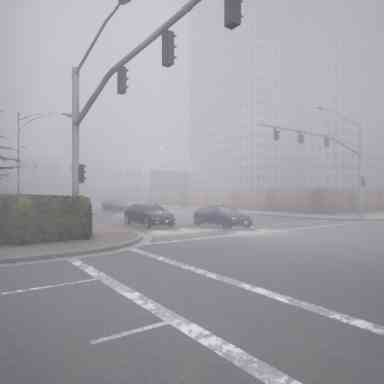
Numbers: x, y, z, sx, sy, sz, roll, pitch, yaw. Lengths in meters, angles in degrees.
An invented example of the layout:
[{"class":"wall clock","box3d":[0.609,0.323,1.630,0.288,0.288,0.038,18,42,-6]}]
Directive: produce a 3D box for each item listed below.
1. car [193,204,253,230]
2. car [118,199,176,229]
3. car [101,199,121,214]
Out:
[{"class":"car","box3d":[1.845,1.525,21.457,1.812,1.442,4.674,0,0,-35]},{"class":"car","box3d":[-2.902,1.502,22.096,1.837,1.490,4.892,0,1,-35]},{"class":"car","box3d":[-8.163,1.477,35.658,1.882,1.535,5.008,0,0,-35]}]
